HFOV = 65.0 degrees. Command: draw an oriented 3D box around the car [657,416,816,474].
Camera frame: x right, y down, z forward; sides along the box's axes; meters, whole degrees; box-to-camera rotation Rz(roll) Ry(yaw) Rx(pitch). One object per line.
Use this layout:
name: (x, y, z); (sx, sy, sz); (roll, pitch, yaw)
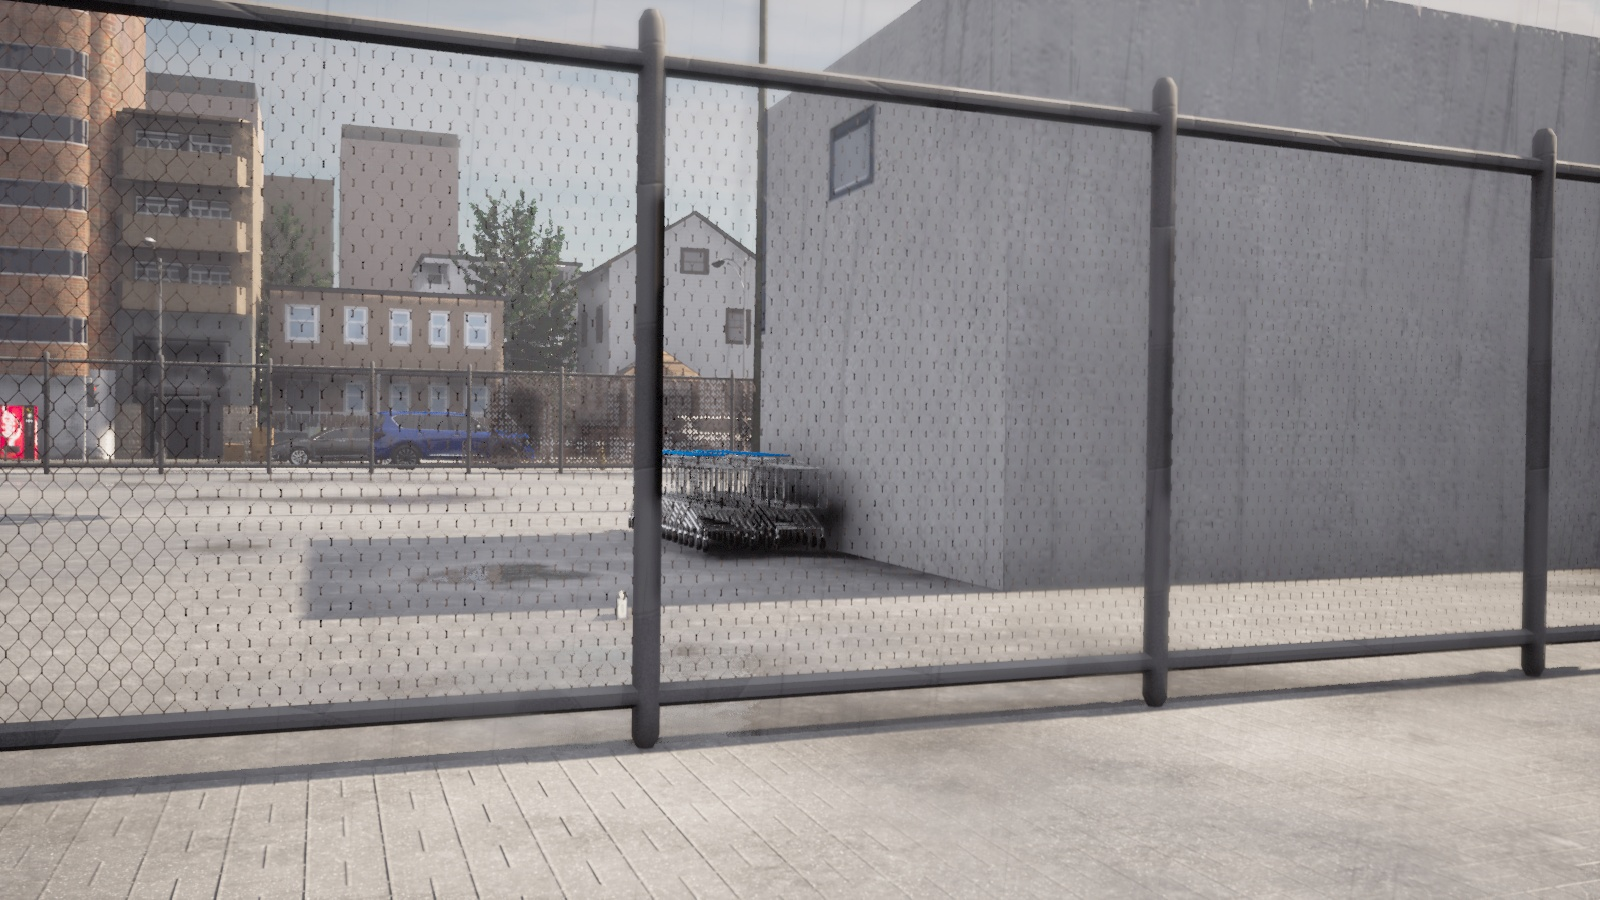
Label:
car: (-2.385, -0.210, 47.124); (5.566, 2.045, 2.150); (-1, 1, -18)

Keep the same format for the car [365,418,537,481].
car: (-12.068, -0.055, 43.418); (5.566, 2.045, 2.150); (-1, 1, -19)

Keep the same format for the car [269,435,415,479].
car: (-16.703, 0.238, 45.903); (4.892, 1.490, 1.837); (-1, 1, -21)
